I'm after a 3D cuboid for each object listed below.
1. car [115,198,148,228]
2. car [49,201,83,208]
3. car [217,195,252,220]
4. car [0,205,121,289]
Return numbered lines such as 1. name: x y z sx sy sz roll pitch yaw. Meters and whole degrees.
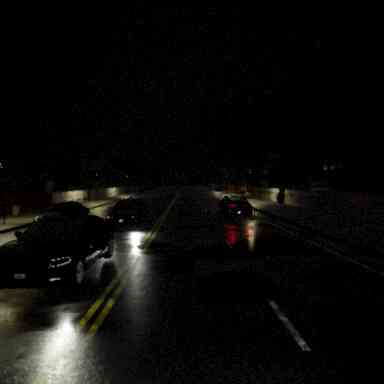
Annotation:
1. car: -3.677 1.165 19.503 1.837 1.490 4.892 -1 2 -1
2. car: -6.898 1.263 18.112 1.812 1.442 4.674 -1 2 -1
3. car: 2.850 0.978 22.855 2.128 1.511 4.902 -1 2 -1
4. car: -3.496 1.374 9.169 1.882 1.535 5.008 -1 1 -1
